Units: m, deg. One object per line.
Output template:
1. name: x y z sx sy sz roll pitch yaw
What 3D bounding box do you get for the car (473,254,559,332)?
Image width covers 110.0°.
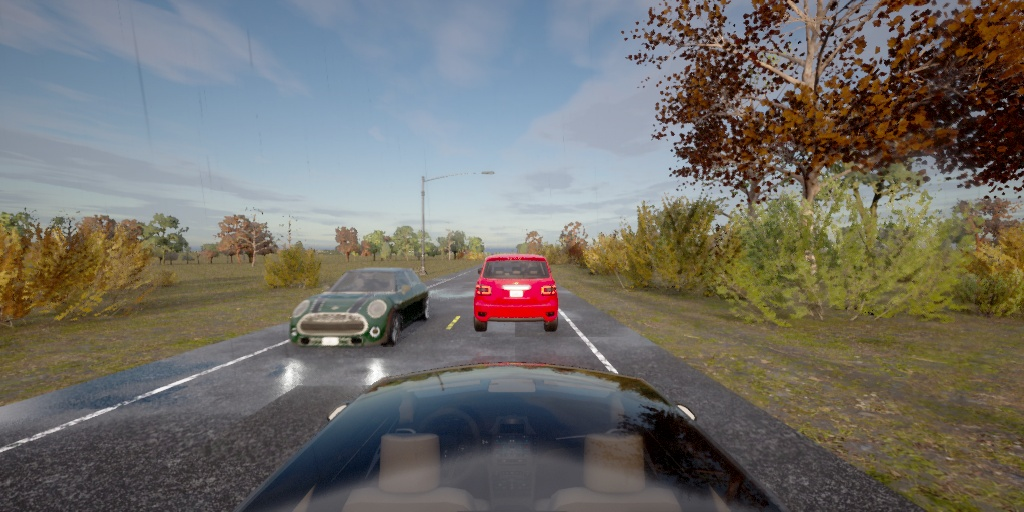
1. car: 0.091 0.968 11.008 2.150 2.045 5.566 0 0 0

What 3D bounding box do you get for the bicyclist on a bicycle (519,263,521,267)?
1. bicyclist on a bicycle: 0.902 1.111 28.727 0.659 1.776 1.843 0 0 0

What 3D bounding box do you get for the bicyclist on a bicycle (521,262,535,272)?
1. bicyclist on a bicycle: 0.942 1.114 18.714 0.659 1.776 1.843 0 0 0

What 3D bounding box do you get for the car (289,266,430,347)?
1. car: -3.606 1.099 9.355 2.097 1.767 4.553 0 0 0
